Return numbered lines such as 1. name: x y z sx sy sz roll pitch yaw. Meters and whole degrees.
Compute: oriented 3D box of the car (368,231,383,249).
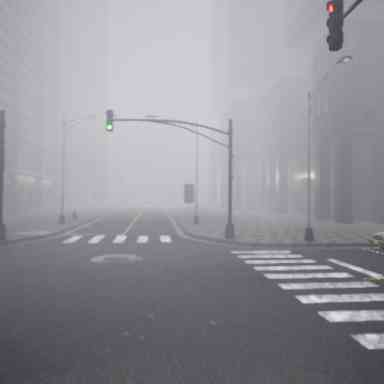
1. car: 9.912 1.772 13.867 4.829 1.417 1.752 0 -1 -6
